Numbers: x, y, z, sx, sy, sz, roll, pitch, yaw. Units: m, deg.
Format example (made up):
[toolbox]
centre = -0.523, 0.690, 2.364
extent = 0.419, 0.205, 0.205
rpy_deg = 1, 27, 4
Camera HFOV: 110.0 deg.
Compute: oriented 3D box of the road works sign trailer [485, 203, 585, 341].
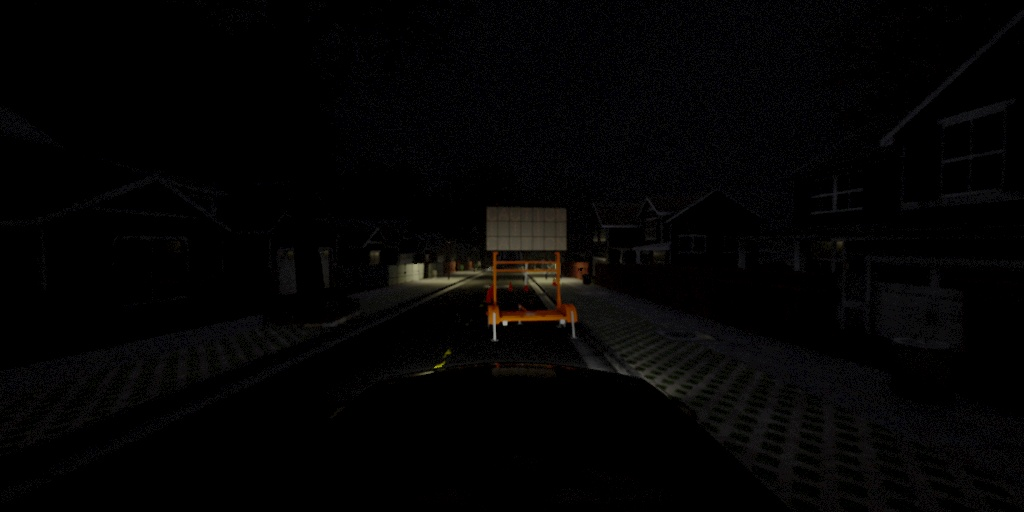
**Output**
[road works sign trailer]
centre = 0.398, 0.297, 10.267
extent = 2.380, 3.560, 2.880
rpy_deg = 0, 0, -7
